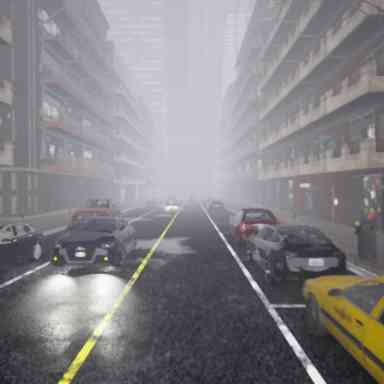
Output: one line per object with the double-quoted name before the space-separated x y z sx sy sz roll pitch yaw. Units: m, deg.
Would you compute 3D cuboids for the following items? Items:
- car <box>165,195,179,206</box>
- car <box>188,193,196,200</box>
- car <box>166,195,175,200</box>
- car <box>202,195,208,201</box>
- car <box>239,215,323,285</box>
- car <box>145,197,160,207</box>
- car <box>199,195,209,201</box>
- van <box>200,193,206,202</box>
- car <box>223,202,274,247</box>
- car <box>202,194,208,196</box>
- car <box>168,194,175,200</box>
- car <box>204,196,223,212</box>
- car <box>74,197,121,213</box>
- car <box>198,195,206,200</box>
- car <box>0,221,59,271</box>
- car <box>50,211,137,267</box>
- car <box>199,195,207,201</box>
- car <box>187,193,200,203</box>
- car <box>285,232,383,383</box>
"car" -3.073 1.390 51.987 2.128 1.511 4.902 0 0 0
"car" 0.003 1.119 86.803 2.097 1.767 4.553 0 0 0
"car" -5.698 1.402 87.714 1.947 1.339 4.313 -1 0 0
"car" 2.681 1.467 42.870 2.008 1.369 4.403 -1 0 0
"car" 2.681 1.547 9.257 1.947 1.339 4.313 -1 0 0
"car" -5.698 1.457 48.500 2.008 1.369 4.403 -1 0 0
"car" 2.683 1.406 76.481 2.008 1.369 4.403 -1 0 0
"van" 2.680 1.206 70.879 1.690 1.788 3.998 -1 0 0
"car" 2.679 1.410 14.859 1.967 1.590 4.097 -1 0 0
"car" 3.002 1.420 54.883 1.812 1.442 4.674 0 0 0
"car" -5.698 1.371 93.316 1.887 1.381 4.507 -1 0 0
"car" 2.682 1.493 37.267 1.947 1.339 4.313 -1 0 0
"car" -5.703 1.275 20.490 2.192 1.841 5.009 -1 0 0
"car" 2.683 1.402 87.685 1.947 1.339 4.313 -1 0 0
"car" -5.700 1.532 9.286 2.008 1.369 4.403 -1 0 0
"car" -3.100 1.541 11.233 1.994 1.385 4.181 0 0 0
"car" 2.683 1.390 82.083 1.887 1.381 4.507 -1 0 0
"car" 0.003 1.421 66.882 2.033 1.411 5.357 0 0 0
"car" 2.680 1.518 3.825 1.752 1.417 4.829 -1 0 0
